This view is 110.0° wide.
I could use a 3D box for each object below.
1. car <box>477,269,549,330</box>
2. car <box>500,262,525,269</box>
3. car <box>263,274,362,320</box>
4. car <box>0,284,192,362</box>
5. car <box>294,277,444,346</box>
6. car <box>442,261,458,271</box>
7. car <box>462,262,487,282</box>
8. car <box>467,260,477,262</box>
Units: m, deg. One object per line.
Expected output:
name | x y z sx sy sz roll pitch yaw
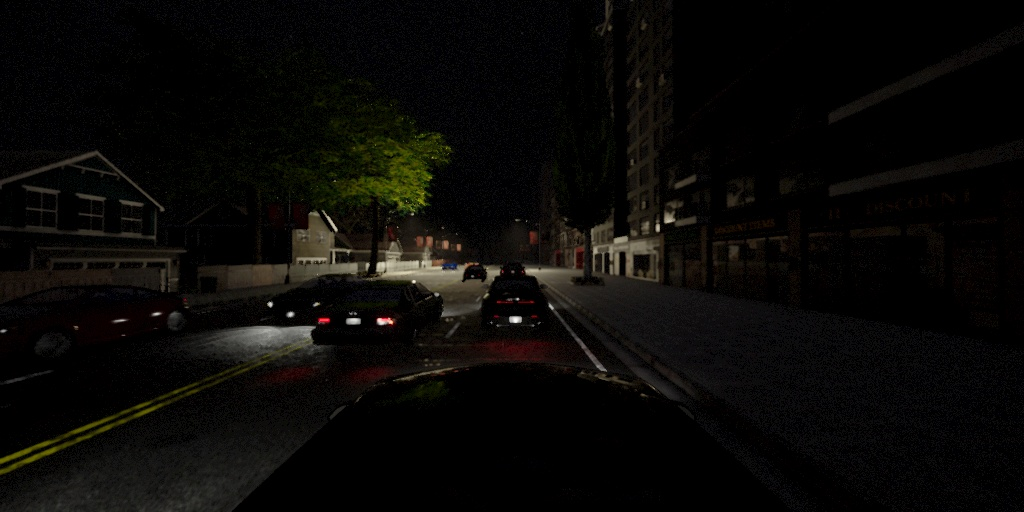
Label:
car | 0.083 1.329 11.364 1.837 1.490 4.892 0 0 0
car | 0.048 1.305 29.810 2.097 1.767 4.553 0 0 0
car | -6.620 1.385 13.376 2.033 1.411 5.357 0 0 0
car | -9.862 1.363 8.175 1.994 1.385 4.181 0 0 0
car | -3.161 1.357 9.605 2.033 1.411 5.357 0 0 -1
car | -9.871 1.606 57.083 1.882 1.535 5.008 0 -1 0
car | -3.204 1.491 31.517 1.812 1.442 4.674 0 0 0
car | -6.607 1.501 58.602 2.097 1.767 4.553 0 0 0
